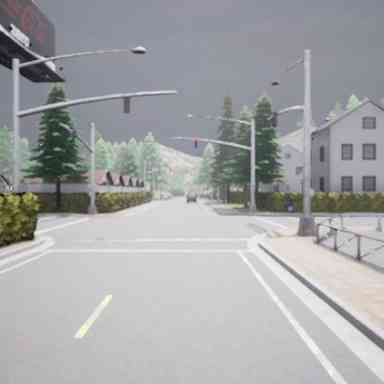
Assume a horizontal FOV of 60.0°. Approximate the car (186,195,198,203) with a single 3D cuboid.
[{"bbox_3d":[-0.050,1.328,61.592,1.837,1.490,4.892,0,0,0],"label":"car"}]
